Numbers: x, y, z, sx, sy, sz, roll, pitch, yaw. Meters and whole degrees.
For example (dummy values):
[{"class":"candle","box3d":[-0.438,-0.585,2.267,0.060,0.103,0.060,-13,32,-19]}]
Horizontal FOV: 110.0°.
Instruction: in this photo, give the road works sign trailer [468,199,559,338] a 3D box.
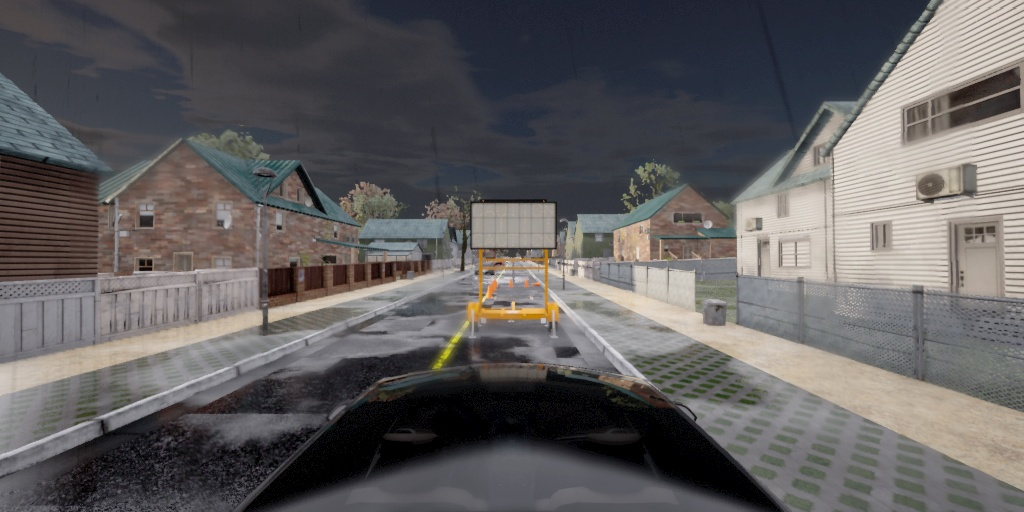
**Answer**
[{"class":"road works sign trailer","box3d":[0.043,0.217,10.127,2.380,3.560,2.880,0,0,0]}]

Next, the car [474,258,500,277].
[{"class":"car","box3d":[-2.676,1.246,35.958,2.128,1.511,4.902,0,0,0]}]
